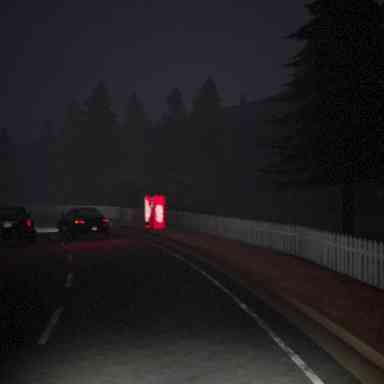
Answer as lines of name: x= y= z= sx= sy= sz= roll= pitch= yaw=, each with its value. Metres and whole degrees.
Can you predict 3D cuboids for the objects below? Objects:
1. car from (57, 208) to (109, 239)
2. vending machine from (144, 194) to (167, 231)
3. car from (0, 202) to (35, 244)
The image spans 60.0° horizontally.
car: x=-5.782 y=1.550 z=17.570 sx=1.812 sy=1.442 sz=4.674 roll=0 pitch=0 yaw=-32
vending machine: x=-2.178 y=1.189 z=19.729 sx=1.100 sy=2.100 sz=0.880 roll=0 pitch=0 yaw=-33
car: x=-8.693 y=1.401 z=15.611 sx=2.097 sy=1.767 sz=4.553 roll=-1 pitch=0 yaw=-30
